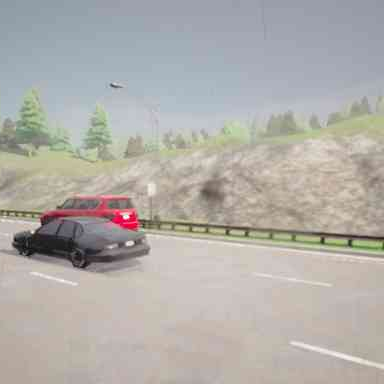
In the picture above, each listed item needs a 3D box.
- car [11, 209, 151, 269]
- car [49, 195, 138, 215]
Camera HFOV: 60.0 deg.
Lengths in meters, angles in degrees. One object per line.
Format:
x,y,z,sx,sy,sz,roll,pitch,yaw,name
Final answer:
-3.833,1.518,11.025,5.357,1.411,2.033,0,0,36,car
-5.078,1.181,16.213,5.566,2.045,2.150,0,0,36,car
